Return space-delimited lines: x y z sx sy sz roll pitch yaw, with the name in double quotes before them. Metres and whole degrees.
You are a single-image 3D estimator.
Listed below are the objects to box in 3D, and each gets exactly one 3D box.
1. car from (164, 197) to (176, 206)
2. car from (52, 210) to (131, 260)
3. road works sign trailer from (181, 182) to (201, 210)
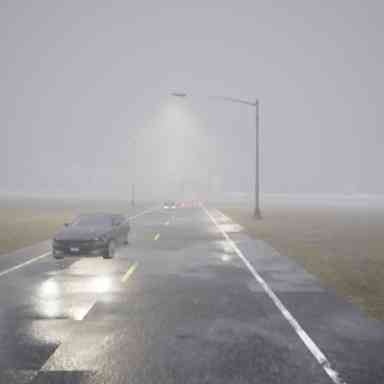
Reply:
"car" -3.572 1.603 55.444 2.033 1.411 5.357 0 0 1
"car" -3.607 1.490 12.728 1.882 1.535 5.008 0 0 0
"road works sign trailer" -0.023 0.509 44.721 2.380 3.560 2.880 0 0 0
